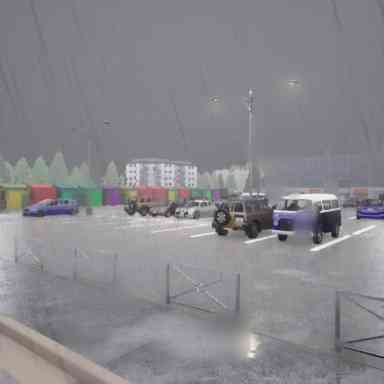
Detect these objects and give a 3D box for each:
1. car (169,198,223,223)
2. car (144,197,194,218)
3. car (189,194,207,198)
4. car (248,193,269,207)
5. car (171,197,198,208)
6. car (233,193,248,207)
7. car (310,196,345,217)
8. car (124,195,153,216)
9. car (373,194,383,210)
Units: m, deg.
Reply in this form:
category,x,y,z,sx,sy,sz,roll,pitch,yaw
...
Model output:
category,x,y,z,sx,sy,sz,roll,pitch,yaw
car,0.387,1.451,27.000,1.970,1.475,3.806,0,0,39
car,-1.864,1.419,28.821,1.784,1.438,3.905,0,0,39
car,1.171,1.209,45.671,1.932,1.855,4.605,0,0,39
car,12.171,1.212,59.308,1.905,1.878,3.866,0,0,39
car,-1.041,1.419,47.542,1.784,1.438,3.905,0,0,39
car,9.927,1.451,61.137,1.970,1.475,3.806,0,0,39
car,14.367,1.451,35.117,1.970,1.475,3.806,0,0,39
car,-3.982,1.209,30.469,1.932,1.855,4.605,0,0,39
car,27.454,1.212,46.998,1.905,1.878,3.866,0,0,39
